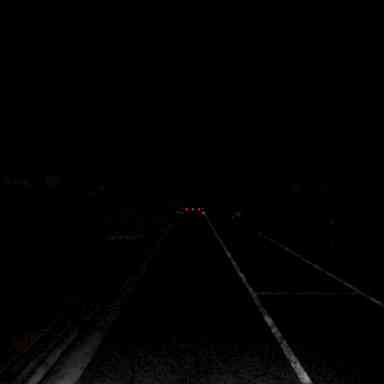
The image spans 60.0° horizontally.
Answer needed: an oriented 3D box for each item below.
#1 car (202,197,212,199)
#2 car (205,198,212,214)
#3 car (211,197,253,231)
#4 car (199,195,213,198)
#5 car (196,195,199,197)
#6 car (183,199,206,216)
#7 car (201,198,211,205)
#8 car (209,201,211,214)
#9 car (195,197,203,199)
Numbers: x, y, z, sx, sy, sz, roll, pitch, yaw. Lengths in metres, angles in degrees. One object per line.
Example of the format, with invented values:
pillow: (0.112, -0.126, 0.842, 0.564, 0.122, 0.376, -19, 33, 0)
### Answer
car: (2.677, 1.773, 43.828, 1.947, 1.339, 4.313, 2, 0, 0)
car: (2.675, 1.767, 38.272, 1.947, 1.339, 4.313, 2, 0, 0)
car: (2.673, 1.464, 21.604, 2.192, 1.841, 5.009, 2, 0, 0)
car: (2.688, 1.533, 54.936, 2.192, 1.841, 5.009, 2, 0, 0)
car: (2.693, 1.748, 88.258, 1.967, 1.590, 4.097, 2, 0, 0)
car: (0.095, 1.742, 34.586, 2.033, 1.411, 5.357, 0, 0, 0)
car: (2.682, 1.819, 66.043, 1.802, 1.307, 4.206, 2, 0, 0)
car: (2.670, 1.718, 27.160, 1.887, 1.381, 4.507, 2, 0, 0)
car: (0.070, 1.756, 45.096, 2.033, 1.411, 5.357, 0, 0, 1)
